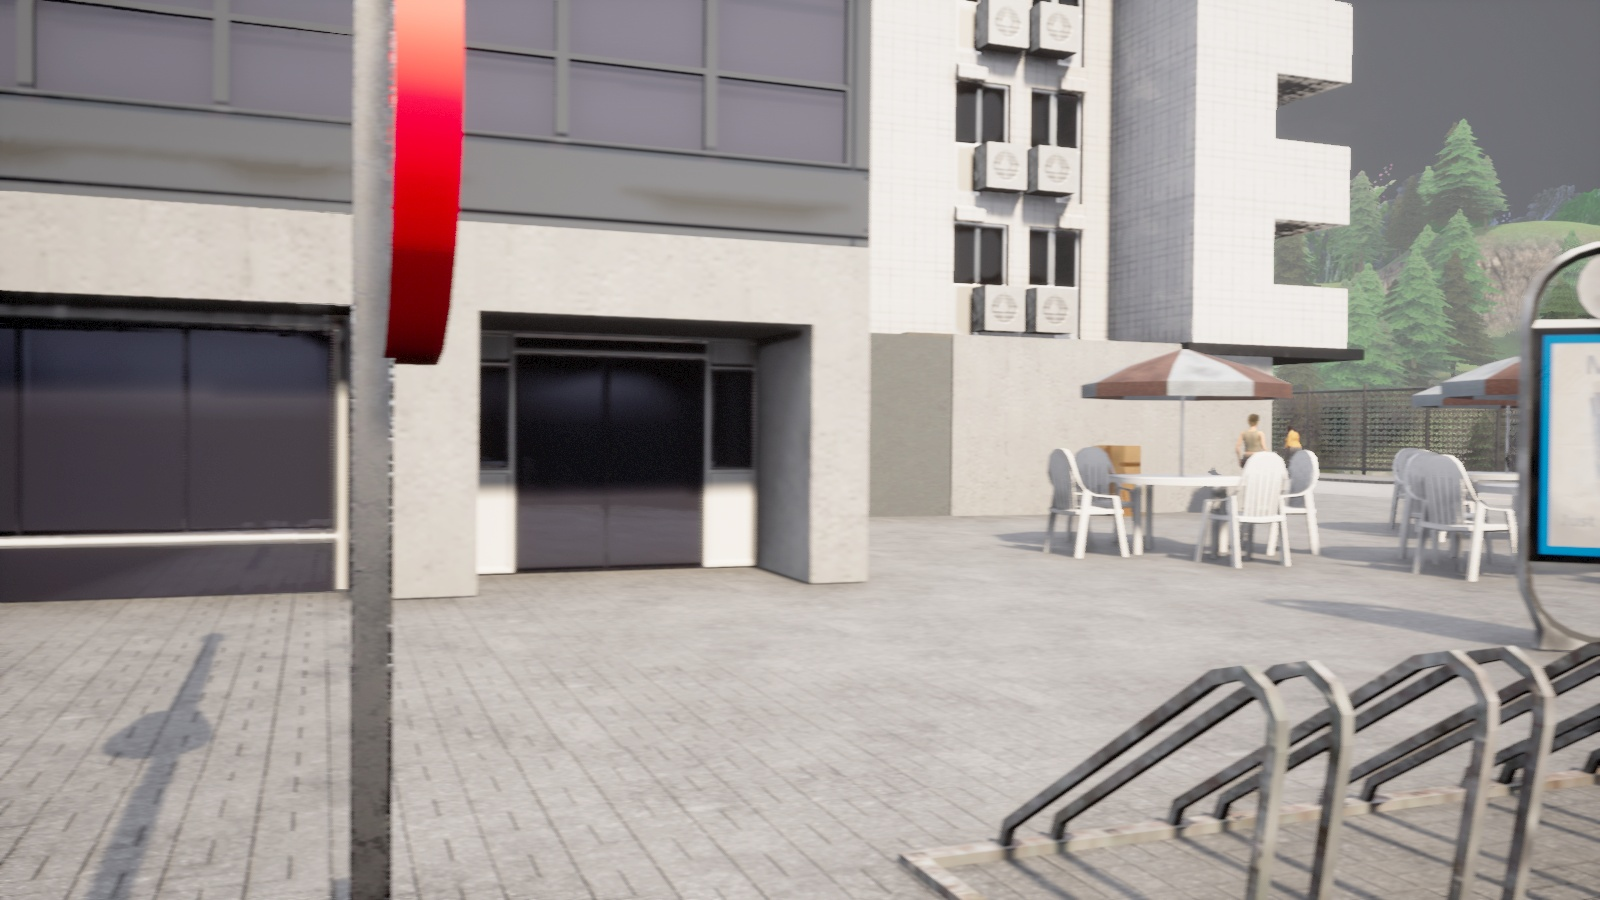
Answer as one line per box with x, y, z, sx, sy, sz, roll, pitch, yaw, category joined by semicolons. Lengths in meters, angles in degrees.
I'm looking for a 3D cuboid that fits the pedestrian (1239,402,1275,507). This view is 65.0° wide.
8.052;0.070;22.129;0.594;1.836;0.345;-2;1;-43;pedestrian

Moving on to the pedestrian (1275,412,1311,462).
18.622;-0.487;47.403;0.874;1.855;0.900;-1;1;-22;pedestrian
